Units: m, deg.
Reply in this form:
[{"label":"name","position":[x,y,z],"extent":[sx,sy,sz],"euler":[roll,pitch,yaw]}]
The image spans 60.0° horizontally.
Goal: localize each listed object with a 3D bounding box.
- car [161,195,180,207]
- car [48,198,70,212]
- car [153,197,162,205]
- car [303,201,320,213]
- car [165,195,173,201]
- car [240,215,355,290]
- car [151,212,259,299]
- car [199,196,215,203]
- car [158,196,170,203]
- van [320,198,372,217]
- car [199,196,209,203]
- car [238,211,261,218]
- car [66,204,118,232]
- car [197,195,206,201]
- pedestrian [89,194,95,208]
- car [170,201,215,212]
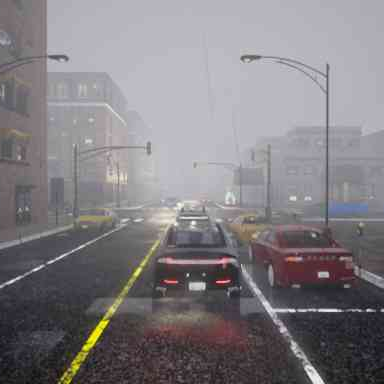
[{"label":"car","position":[-3.211,1.548,50.408],"extent":[1.812,1.442,4.674],"euler":[0,0,0]},{"label":"car","position":[-15.968,1.464,36.751],"extent":[4.902,1.511,2.128],"euler":[0,0,-2]},{"label":"car","position":[-5.830,1.582,58.512],"extent":[2.008,1.369,4.403],"euler":[0,0,0]},{"label":"car","position":[14.579,1.598,36.958],"extent":[4.181,1.385,1.994],"euler":[0,0,-1]},{"label":"car","position":[-5.896,1.601,86.825],"extent":[1.752,1.417,4.829],"euler":[0,0,0]},{"label":"car","position":[2.665,1.544,8.981],"extent":[1.887,1.381,4.507],"euler":[0,0,0]},{"label":"car","position":[0.083,1.491,8.436],"extent":[2.128,1.511,4.902],"euler":[0,0,0]},{"label":"car","position":[2.563,1.465,52.846],"extent":[1.967,1.590,4.097],"euler":[0,0,0]},{"label":"car","position":[-5.856,1.598,69.905],"extent":[2.008,1.369,4.403],"euler":[0,0,0]},{"label":"van","position":[14.587,1.415,31.168],"extent":[3.998,1.788,1.690],"euler":[0,0,-1]},{"label":"car","position":[2.524,1.598,69.937],"extent":[2.008,1.369,4.403],"euler":[0,0,0]},{"label":"car","position":[2.651,1.526,14.848],"extent":[1.752,1.417,4.829],"euler":[0,0,0]},{"label":"car","position":[-5.742,1.528,20.190],"extent":[1.752,1.417,4.829],"euler":[0,0,0]},{"label":"car","position":[2.485,1.627,87.027],"extent":[2.008,1.369,4.403],"euler":[-1,0,0]},{"label":"pedestrian","position":[-12.727,1.082,42.225],"extent":[0.375,1.860,0.375],"euler":[0,0,-1]},{"label":"car","position":[0.059,1.494,18.806],"extent":[2.128,1.511,4.902],"euler":[0,0,0]}]
